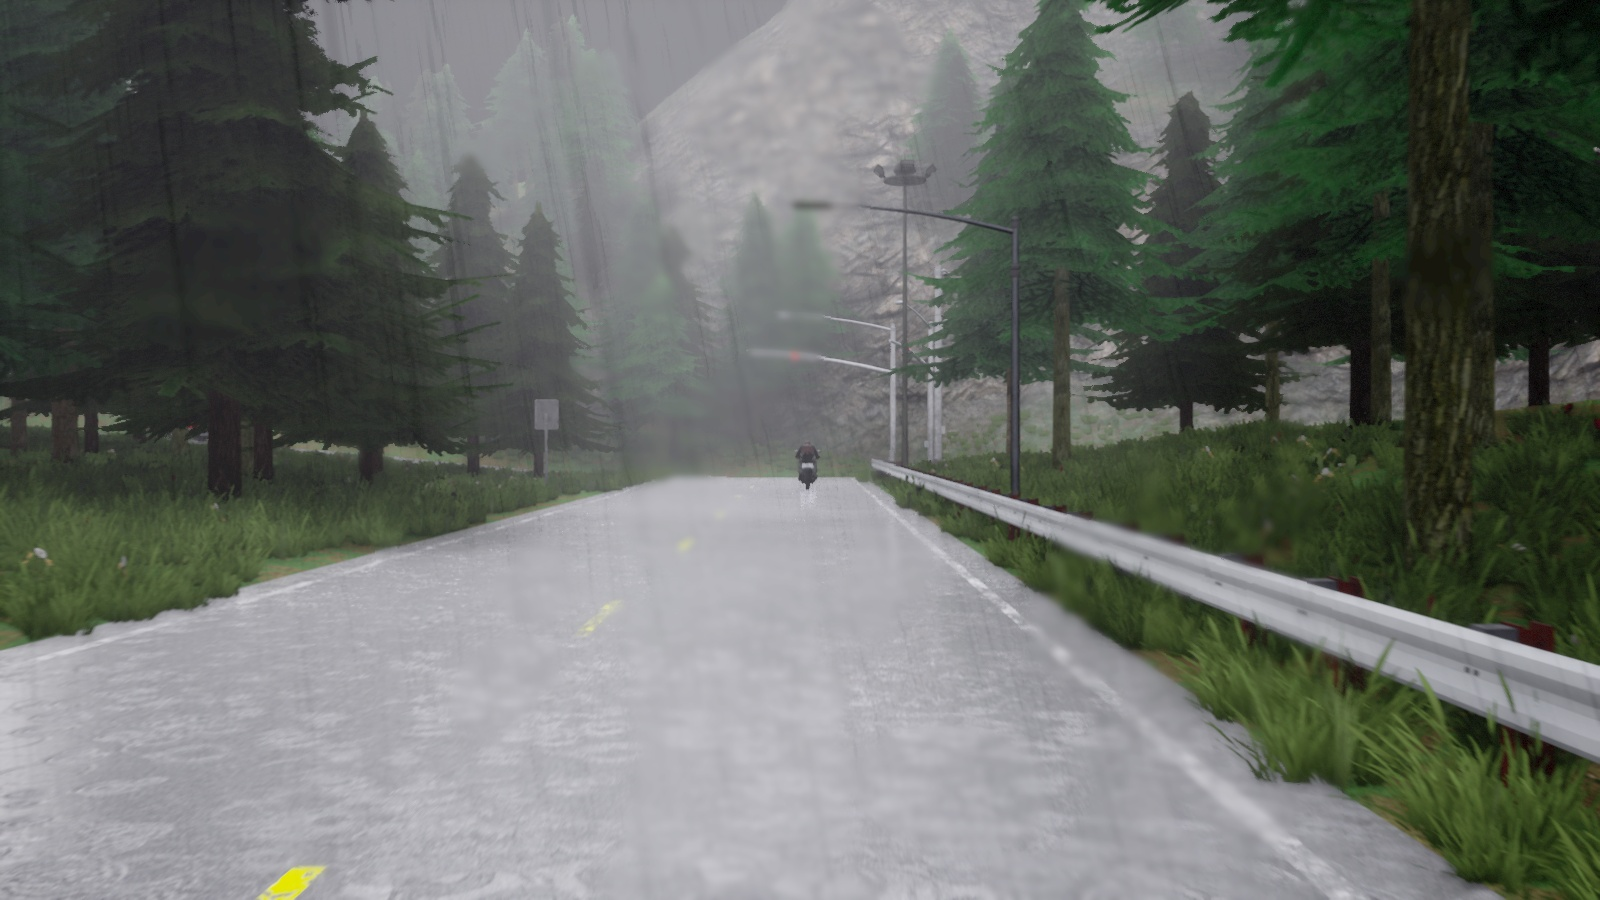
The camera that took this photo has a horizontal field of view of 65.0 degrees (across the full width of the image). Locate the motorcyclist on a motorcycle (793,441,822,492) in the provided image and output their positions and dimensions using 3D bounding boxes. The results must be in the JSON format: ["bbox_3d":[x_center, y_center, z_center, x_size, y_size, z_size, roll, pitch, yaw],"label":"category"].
[{"bbox_3d":[0.235,0.491,38.934,0.866,1.530,2.191,0,1,0],"label":"motorcyclist on a motorcycle"}]

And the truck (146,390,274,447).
[{"bbox_3d":[-30.164,-1.592,64.264,5.204,2.467,2.627,5,1,11],"label":"truck"}]
